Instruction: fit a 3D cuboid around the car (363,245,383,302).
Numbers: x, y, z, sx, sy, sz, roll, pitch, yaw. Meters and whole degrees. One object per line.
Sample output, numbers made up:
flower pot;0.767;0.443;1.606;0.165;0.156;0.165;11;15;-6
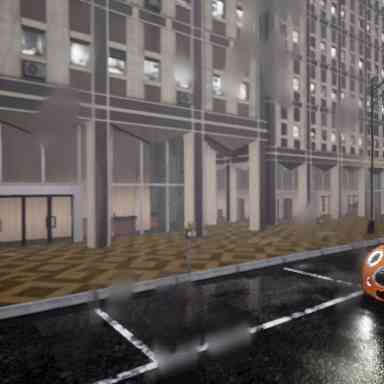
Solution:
car;5.594;1.296;7.069;4.553;1.767;2.097;0;0;-37
